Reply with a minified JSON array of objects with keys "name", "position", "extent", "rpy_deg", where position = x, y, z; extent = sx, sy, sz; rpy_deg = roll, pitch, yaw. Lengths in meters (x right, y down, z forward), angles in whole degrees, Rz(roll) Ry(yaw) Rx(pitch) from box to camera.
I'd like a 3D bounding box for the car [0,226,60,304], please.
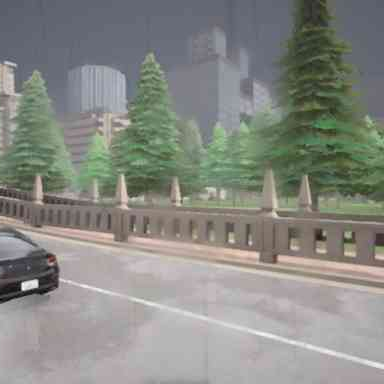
[{"name":"car","position":[-4.774,1.463,7.304],"extent":[4.674,1.442,1.812],"rpy_deg":[1,1,36]}]
